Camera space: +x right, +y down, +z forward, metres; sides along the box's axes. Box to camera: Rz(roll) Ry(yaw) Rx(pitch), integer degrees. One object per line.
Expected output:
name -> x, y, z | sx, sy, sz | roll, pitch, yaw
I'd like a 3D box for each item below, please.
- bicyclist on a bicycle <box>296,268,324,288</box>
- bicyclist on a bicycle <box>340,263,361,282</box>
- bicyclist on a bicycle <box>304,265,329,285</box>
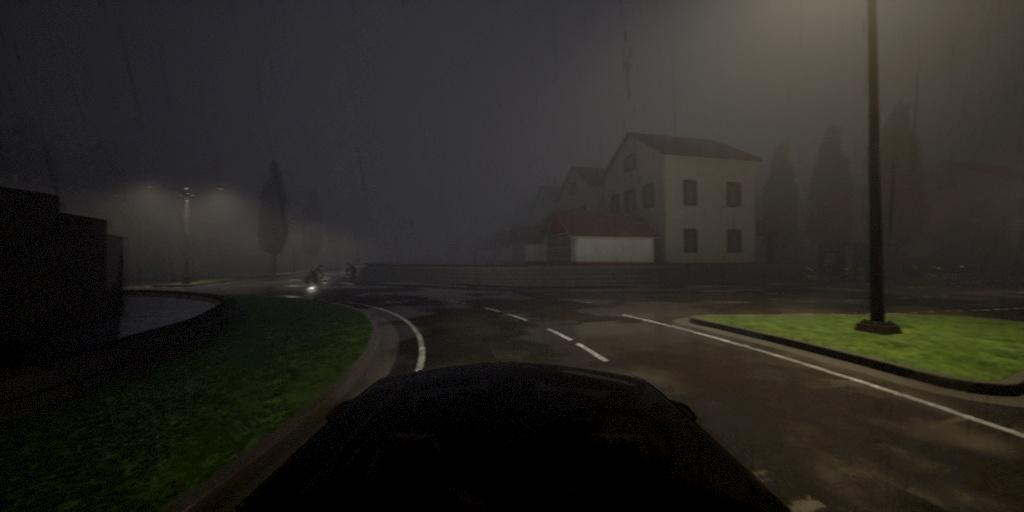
bicyclist on a bicycle -> -17.668, 1.918, 31.418 | 0.582, 1.656, 1.620 | 44, 2, -3
bicyclist on a bicycle -> -13.910, 1.416, 30.857 | 1.656, 1.620, 0.582 | 0, 0, -30
bicyclist on a bicycle -> -16.050, 1.582, 29.762 | 0.582, 1.620, 1.656 | 1, 0, 41
